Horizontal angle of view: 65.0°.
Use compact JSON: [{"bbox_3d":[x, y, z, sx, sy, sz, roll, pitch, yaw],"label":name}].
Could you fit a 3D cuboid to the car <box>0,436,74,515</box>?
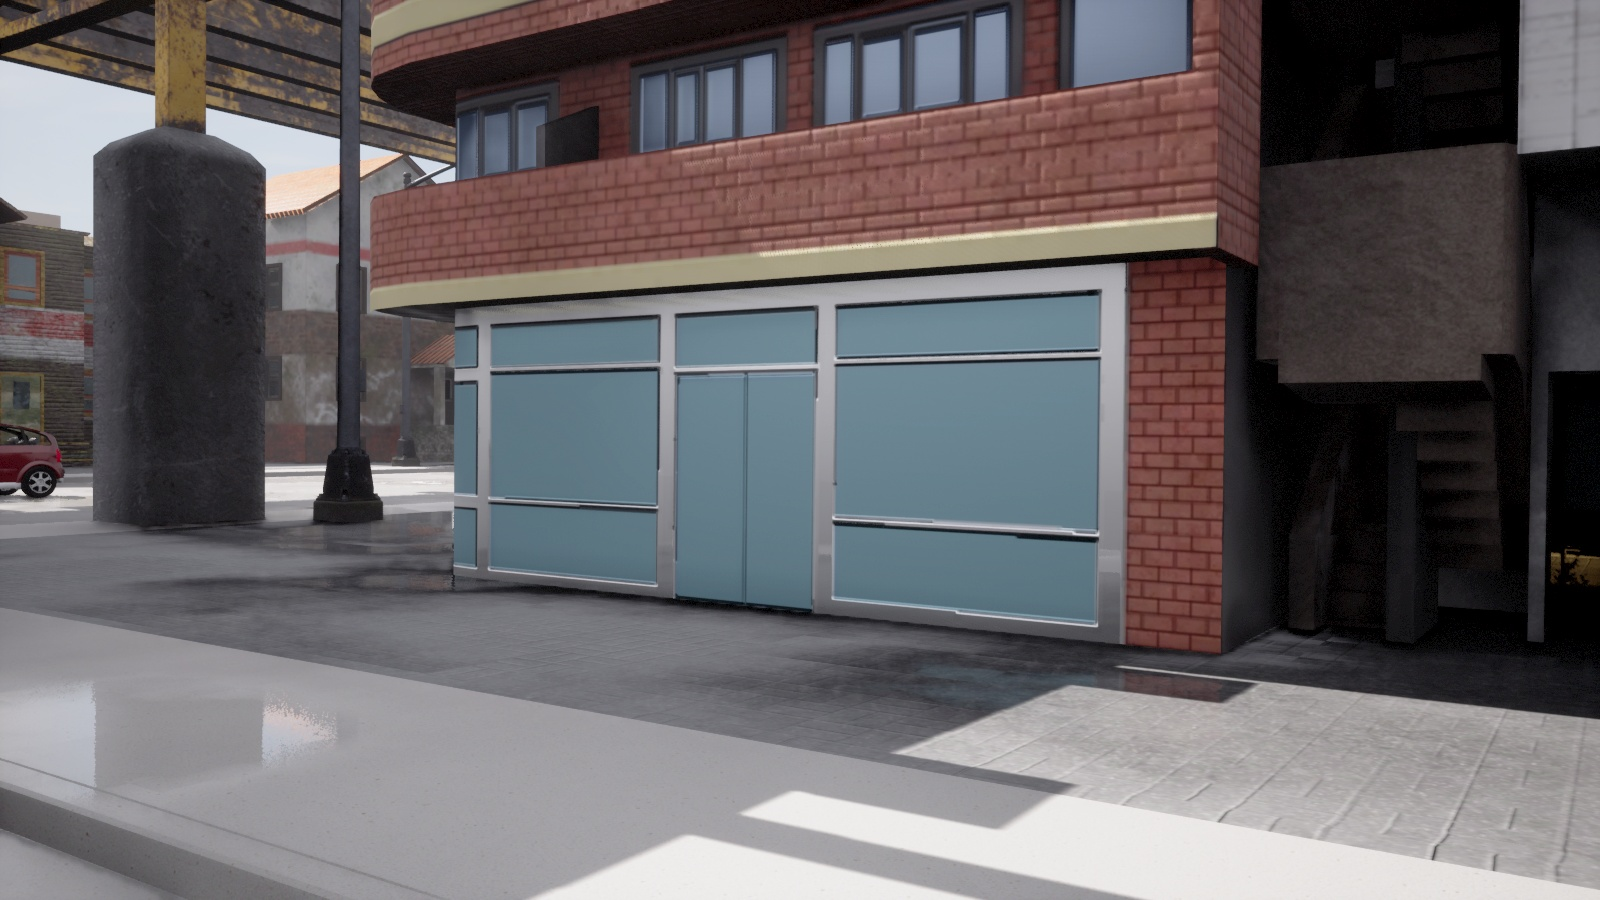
[{"bbox_3d":[-16.831,0.521,24.977,1.789,1.549,3.705,0,1,33],"label":"car"}]
